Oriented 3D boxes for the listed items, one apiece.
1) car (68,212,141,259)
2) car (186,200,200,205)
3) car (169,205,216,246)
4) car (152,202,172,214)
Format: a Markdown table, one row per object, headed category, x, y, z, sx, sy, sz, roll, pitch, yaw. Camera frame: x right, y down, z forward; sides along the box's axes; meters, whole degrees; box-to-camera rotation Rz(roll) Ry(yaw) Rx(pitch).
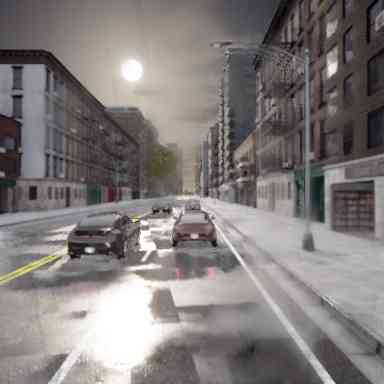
| category | x | y | z | sx | sy | sz | roll | pitch | yaw |
| --- | --- | --- | --- | --- | --- | --- | --- | --- | --- |
| car | -3.150 | 1.533 | 12.677 | 1.837 | 1.490 | 4.892 | 0 | 0 | 0 |
| car | 0.098 | 1.643 | 38.667 | 2.033 | 1.411 | 5.357 | 0 | 0 | 0 |
| car | 0.100 | 1.559 | 15.310 | 1.812 | 1.442 | 4.674 | 0 | 0 | 0 |
| car | -3.151 | 1.689 | 36.002 | 1.895 | 1.301 | 4.718 | 0 | 0 | 0 |
